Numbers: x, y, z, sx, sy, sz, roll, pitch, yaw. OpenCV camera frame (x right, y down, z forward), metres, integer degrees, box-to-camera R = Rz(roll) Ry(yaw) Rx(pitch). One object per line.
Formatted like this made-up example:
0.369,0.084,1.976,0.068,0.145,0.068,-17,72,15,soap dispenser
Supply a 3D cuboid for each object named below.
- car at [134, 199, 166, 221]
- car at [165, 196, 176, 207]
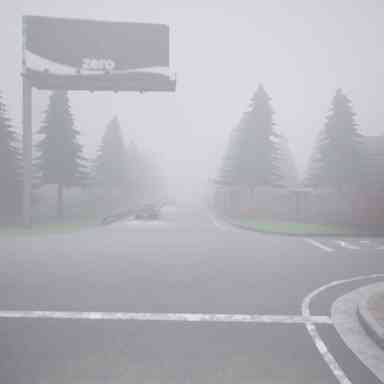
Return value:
-3.502,1.526,27.332,1.837,1.490,4.892,0,0,0,car
-3.503,1.447,51.761,2.128,1.511,4.902,0,0,0,car
